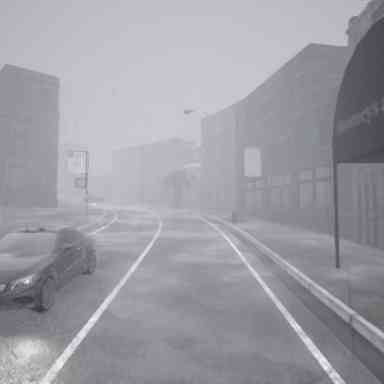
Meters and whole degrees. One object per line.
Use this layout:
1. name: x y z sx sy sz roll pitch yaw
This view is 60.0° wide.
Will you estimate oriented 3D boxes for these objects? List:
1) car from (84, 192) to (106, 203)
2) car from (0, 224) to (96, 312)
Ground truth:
1. car: -14.582 0.818 49.790 1.837 1.490 4.892 3 0 -38
2. car: -3.634 1.549 7.865 1.812 1.442 4.674 0 0 0
